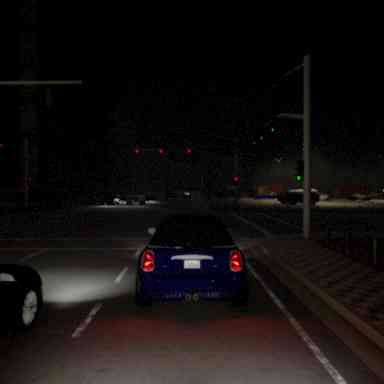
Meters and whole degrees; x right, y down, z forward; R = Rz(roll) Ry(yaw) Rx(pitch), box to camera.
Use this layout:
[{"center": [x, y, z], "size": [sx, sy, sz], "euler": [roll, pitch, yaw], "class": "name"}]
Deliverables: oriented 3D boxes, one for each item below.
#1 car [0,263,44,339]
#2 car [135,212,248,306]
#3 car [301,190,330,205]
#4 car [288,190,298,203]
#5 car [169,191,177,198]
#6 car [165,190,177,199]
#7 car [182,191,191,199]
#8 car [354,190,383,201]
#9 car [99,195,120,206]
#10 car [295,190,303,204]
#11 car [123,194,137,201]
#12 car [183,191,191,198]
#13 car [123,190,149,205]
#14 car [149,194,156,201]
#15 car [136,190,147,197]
[{"center": [-3.490, 1.467, 3.841], "size": [1.837, 1.490, 4.892], "euler": [0, 1, 0], "class": "car"}, {"center": [-0.023, 1.274, 8.003], "size": [2.097, 1.767, 4.553], "euler": [0, 1, -1], "class": "car"}, {"center": [20.868, 0.914, 55.713], "size": [3.806, 1.475, 1.970], "euler": [0, 1, 0], "class": "car"}, {"center": [20.796, 0.618, 61.288], "size": [4.605, 1.855, 1.932], "euler": [0, 1, 0], "class": "car"}, {"center": [-4.722, 0.568, 82.496], "size": [1.837, 1.490, 4.892], "euler": [0, 1, -1], "class": "car"}, {"center": [-4.607, 0.521, 72.104], "size": [2.150, 2.045, 5.566], "euler": [0, 1, -1], "class": "car"}, {"center": [-1.111, 0.897, 72.469], "size": [1.895, 1.301, 4.718], "euler": [0, 1, -1], "class": "car"}, {"center": [35.835, 0.564, 66.900], "size": [4.605, 1.855, 1.932], "euler": [0, 1, 0], "class": "car"}, {"center": [-11.406, 1.101, 46.360], "size": [2.033, 1.411, 5.357], "euler": [0, 1, 0], "class": "car"}, {"center": [20.857, 0.854, 58.607], "size": [3.905, 1.438, 1.784], "euler": [0, 1, 0], "class": "car"}, {"center": [-11.535, 1.003, 62.081], "size": [1.895, 1.301, 4.718], "euler": [0, 1, 0], "class": "car"}, {"center": [-1.222, 0.592, 82.535], "size": [1.812, 1.442, 4.674], "euler": [0, 1, -1], "class": "car"}, {"center": [-7.909, 0.769, 47.020], "size": [2.150, 2.045, 5.566], "euler": [0, 0, -1], "class": "car"}, {"center": [-8.039, 0.987, 63.708], "size": [1.895, 1.301, 4.718], "euler": [0, 1, 0], "class": "car"}, {"center": [-11.666, 0.347, 77.413], "size": [1.882, 1.535, 5.008], "euler": [0, 1, -1], "class": "car"}]
